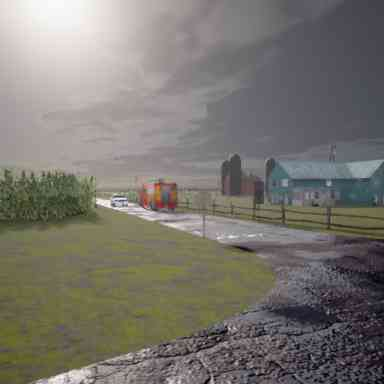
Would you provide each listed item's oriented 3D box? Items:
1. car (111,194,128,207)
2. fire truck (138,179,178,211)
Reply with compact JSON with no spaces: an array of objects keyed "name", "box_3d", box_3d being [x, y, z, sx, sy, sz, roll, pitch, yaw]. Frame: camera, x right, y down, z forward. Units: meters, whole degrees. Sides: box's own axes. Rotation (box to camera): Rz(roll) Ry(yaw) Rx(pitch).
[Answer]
[{"name":"car","box_3d":[-11.967,1.357,54.452,2.150,2.045,5.566,-1,0,-21]},{"name":"fire truck","box_3d":[-4.498,0.406,42.744,2.891,3.827,8.468,-1,0,-21]}]
